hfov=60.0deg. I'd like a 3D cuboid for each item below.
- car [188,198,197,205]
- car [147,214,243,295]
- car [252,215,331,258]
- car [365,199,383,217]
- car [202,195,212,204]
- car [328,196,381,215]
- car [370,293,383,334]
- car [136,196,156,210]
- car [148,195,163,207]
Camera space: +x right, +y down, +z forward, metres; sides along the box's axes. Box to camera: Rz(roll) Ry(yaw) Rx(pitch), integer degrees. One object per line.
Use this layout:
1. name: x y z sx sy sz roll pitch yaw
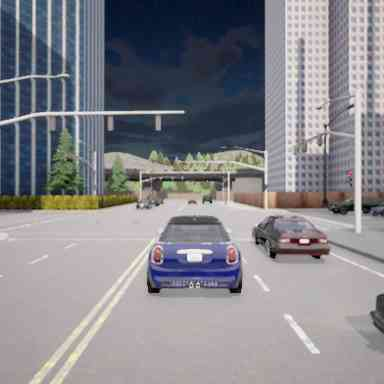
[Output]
1. car: 0.053 2.033 71.893 1.895 1.301 4.718 0 0 0
2. car: 0.072 1.407 9.074 2.097 1.767 4.553 0 0 0
3. car: 3.641 1.628 13.100 2.033 1.411 5.357 0 0 2
4. car: 20.037 1.725 32.710 4.674 1.442 1.812 0 0 0
5. car: 3.540 1.673 77.374 2.150 2.045 5.566 0 0 0
6. car: 17.862 1.442 36.247 5.566 2.045 2.150 0 0 0
7. car: 3.602 1.564 2.554 2.033 1.411 5.357 0 0 0
8. car: -7.070 1.792 49.433 2.128 1.511 4.902 0 0 0
9. car: -7.042 1.582 59.302 2.150 2.045 5.566 0 0 0
